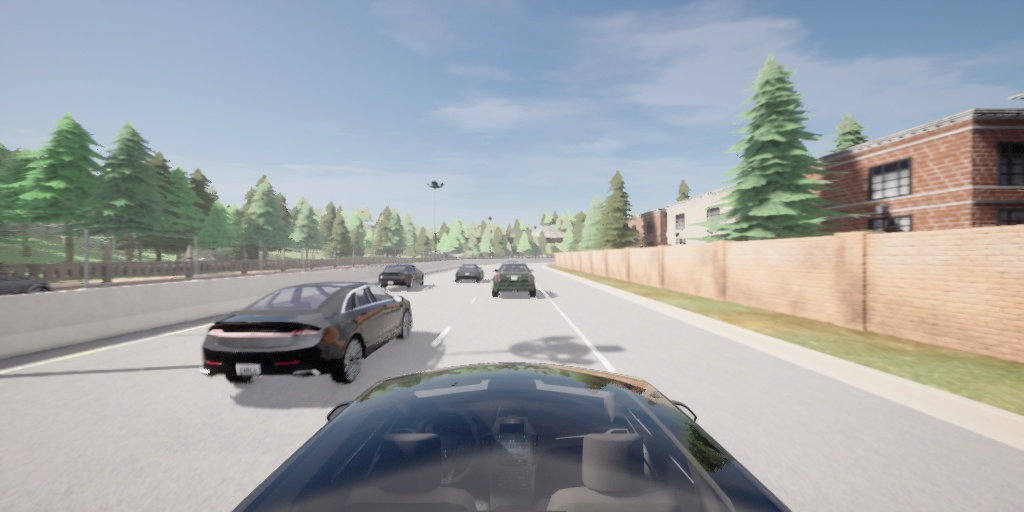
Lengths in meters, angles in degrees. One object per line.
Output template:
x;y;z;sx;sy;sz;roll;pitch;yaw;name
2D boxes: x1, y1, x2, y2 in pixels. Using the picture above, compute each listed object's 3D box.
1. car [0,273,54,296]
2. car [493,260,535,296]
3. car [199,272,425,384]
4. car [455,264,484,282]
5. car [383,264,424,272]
-21.002;1.321;13.854;1.994;1.385;4.181;0;0;0;car
0.100;1.104;19.307;2.097;1.767;4.553;0;0;0;car
-3.398;1.243;7.040;2.128;1.511;4.902;0;0;0;car
-3.402;1.318;29.328;1.994;1.385;4.181;0;0;0;car
-6.899;1.259;22.805;1.837;1.490;4.892;0;0;0;car
